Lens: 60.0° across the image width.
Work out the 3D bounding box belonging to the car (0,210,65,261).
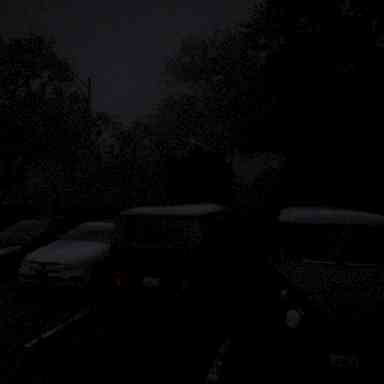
[{"bbox_3d":[-4.929,1.532,10.947,2.002,1.452,4.674,0,-1,16],"label":"car"}]

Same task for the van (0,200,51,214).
[{"bbox_3d":[-7.354,1.269,12.545,1.878,1.987,4.442,0,-1,15],"label":"van"}]

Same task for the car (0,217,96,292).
[{"bbox_3d":[-2.530,1.529,9.239,2.002,1.452,4.674,1,-1,15],"label":"car"}]

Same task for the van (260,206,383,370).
[{"bbox_3d":[2.233,1.260,5.706,1.878,1.987,4.442,1,-1,16],"label":"van"}]

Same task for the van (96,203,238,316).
[{"bbox_3d":[-0.110,1.263,7.643,1.878,1.987,4.442,0,-1,16],"label":"van"}]
